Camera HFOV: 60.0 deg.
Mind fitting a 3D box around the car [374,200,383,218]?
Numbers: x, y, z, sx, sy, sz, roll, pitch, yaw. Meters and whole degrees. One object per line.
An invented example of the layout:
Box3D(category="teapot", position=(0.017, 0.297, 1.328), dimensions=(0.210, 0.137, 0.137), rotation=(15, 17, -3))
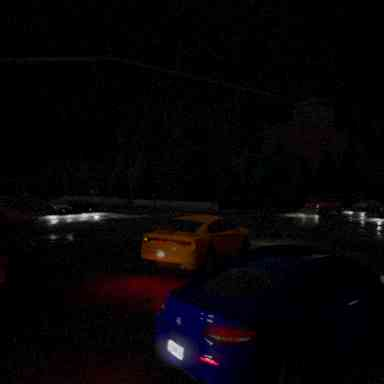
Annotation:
Box3D(category="car", position=(18.950, 1.611, 30.381), dimensions=(4.674, 1.442, 1.812), rotation=(0, 0, -35))

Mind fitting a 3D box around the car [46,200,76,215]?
Box3D(category="car", position=(-13.725, 1.550, 34.250), dimensions=(1.812, 1.442, 4.674), rotation=(0, 0, -33))

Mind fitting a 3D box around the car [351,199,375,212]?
Box3D(category="car", position=(21.322, 1.607, 40.612), dimensions=(4.674, 1.442, 1.812), rotation=(-1, 0, -35))

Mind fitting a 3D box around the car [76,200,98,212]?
Box3D(category="car", position=(-12.458, 1.635, 38.693), dimensions=(1.895, 1.301, 4.718), rotation=(0, 0, -34))

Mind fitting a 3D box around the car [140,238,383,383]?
Box3D(category="car", position=(1.694, 1.537, 4.951), dimensions=(4.674, 1.442, 1.812), rotation=(0, 0, -36))

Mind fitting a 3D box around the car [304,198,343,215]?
Box3D(category="car", position=(14.026, 1.440, 35.536), dimensions=(4.553, 1.767, 2.097), rotation=(0, 0, -34))

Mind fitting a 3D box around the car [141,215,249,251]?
Box3D(category="car", position=(0.361, 1.496, 10.909), dimensions=(1.882, 1.535, 5.008), rotation=(1, 0, 29))
